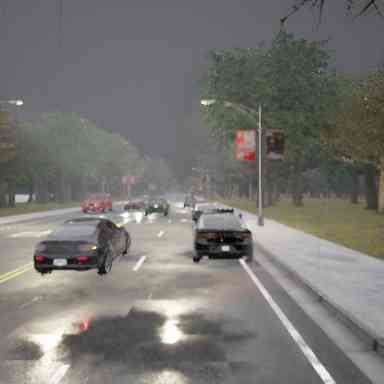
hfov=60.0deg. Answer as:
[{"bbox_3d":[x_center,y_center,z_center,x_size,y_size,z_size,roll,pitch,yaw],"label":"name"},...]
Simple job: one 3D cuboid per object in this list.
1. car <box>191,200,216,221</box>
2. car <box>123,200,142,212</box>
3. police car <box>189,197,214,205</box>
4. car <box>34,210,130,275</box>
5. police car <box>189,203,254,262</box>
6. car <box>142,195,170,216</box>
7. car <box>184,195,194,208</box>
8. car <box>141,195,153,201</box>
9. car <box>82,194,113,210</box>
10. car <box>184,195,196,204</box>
[{"bbox_3d":[0.891,1.462,28.030,1.882,1.535,5.008,0,0,0],"label":"car"},{"bbox_3d":[-6.757,1.593,39.136,1.895,1.301,4.718,0,0,0],"label":"car"},{"bbox_3d":[0.921,1.408,22.132,1.930,1.638,5.238,0,0,0],"label":"police car"},{"bbox_3d":[-3.165,1.511,10.268,1.812,1.442,4.674,0,0,0],"label":"car"},{"bbox_3d":[0.957,1.410,12.120,1.930,1.638,5.238,0,0,0],"label":"police car"},{"bbox_3d":[-3.261,1.338,32.114,2.097,1.767,4.553,0,0,0],"label":"car"},{"bbox_3d":[-0.230,1.570,48.776,1.994,1.385,4.181,0,0,0],"label":"car"},{"bbox_3d":[-10.329,1.338,76.254,2.033,1.411,5.357,0,0,-1],"label":"car"},{"bbox_3d":[-9.983,1.210,35.635,2.150,2.045,5.566,0,0,0],"label":"car"},{"bbox_3d":[-0.403,1.391,63.651,2.097,1.767,4.553,0,0,-1],"label":"car"}]
